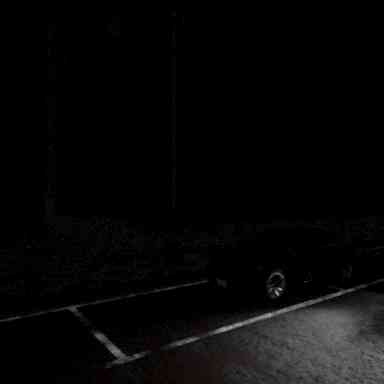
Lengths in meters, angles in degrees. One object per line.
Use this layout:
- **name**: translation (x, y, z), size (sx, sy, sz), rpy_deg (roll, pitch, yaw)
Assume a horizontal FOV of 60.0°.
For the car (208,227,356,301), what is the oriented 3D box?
- **car**: translation (2.411, 1.589, 8.367), size (4.313, 1.339, 1.947), rpy_deg (0, 0, -35)
